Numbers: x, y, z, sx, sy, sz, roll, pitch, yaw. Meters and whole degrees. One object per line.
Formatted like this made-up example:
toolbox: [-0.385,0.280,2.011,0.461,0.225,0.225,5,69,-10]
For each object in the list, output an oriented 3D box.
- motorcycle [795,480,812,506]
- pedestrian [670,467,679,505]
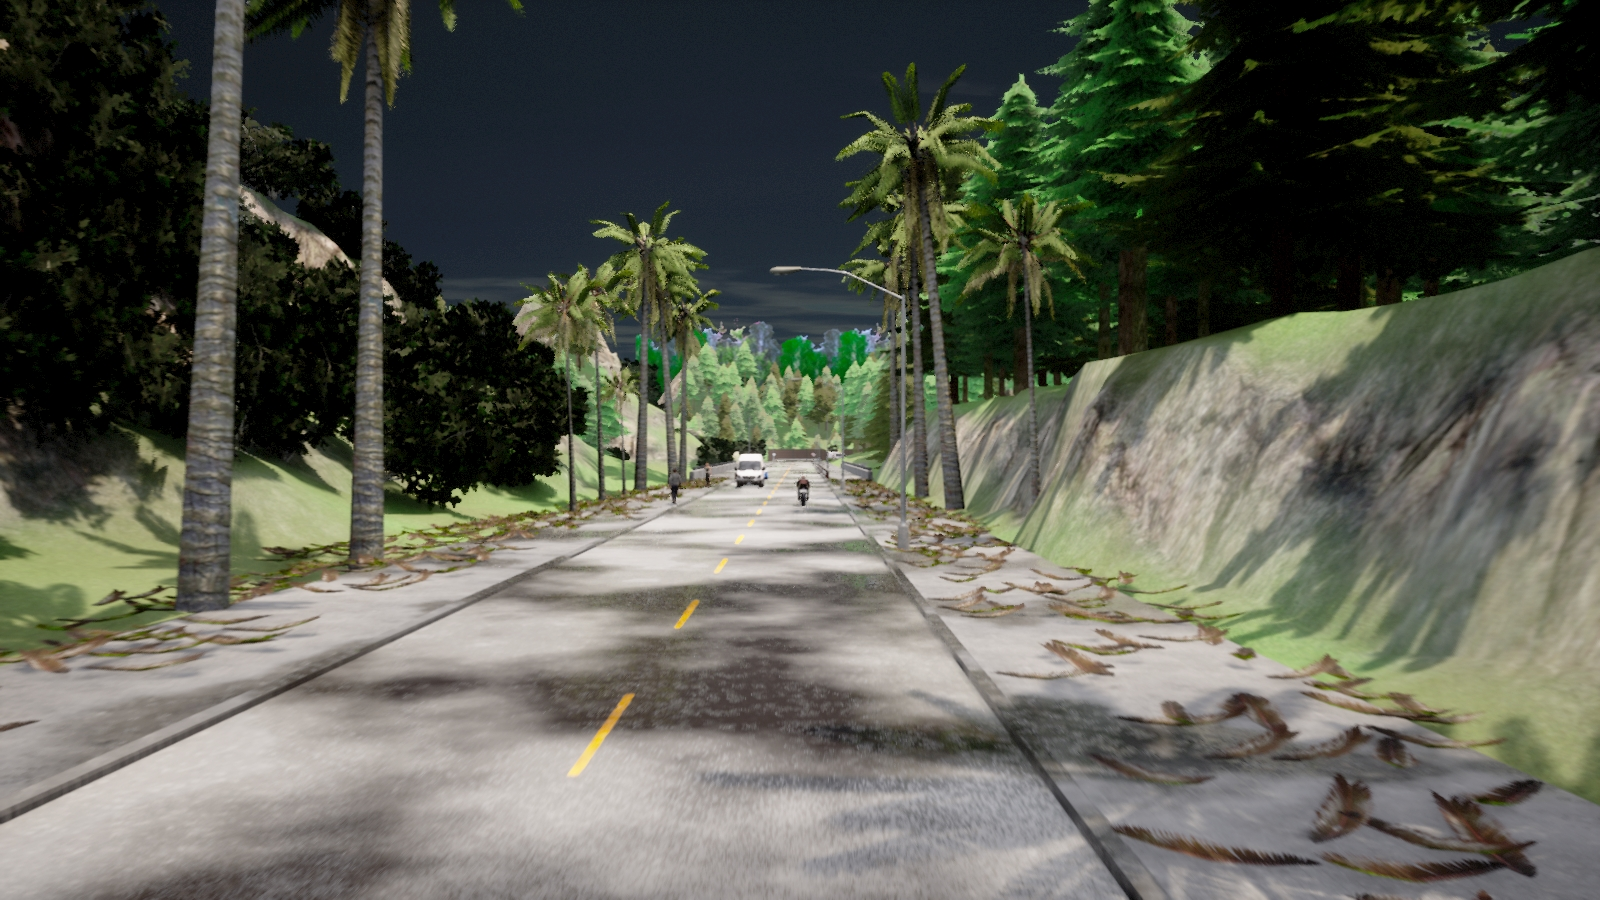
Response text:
motorcycle: [0.178,2.246,59.611,0.867,1.251,2.209,0,0,0]
pedestrian: [-6.221,1.782,56.728,0.375,1.860,0.375,0,0,-18]
